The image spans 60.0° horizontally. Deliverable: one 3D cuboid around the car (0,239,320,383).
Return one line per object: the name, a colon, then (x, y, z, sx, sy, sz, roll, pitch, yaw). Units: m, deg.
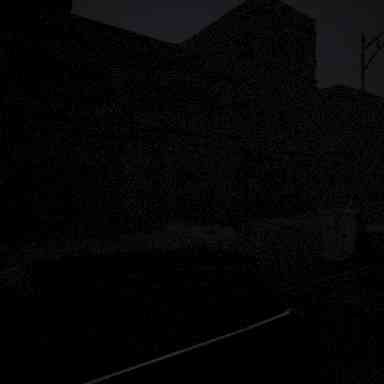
car: (-1.059, 1.356, 2.622, 4.553, 1.767, 2.097, 1, 0, -35)
